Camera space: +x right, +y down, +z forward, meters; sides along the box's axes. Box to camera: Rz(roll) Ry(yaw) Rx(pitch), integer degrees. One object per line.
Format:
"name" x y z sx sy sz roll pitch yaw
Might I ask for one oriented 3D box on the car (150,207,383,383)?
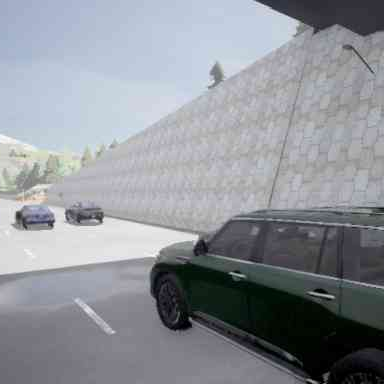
"car" 1.475 1.217 4.537 2.150 2.045 5.566 0 -1 -34

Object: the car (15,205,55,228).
"car" -10.561 1.547 22.244 2.033 1.411 5.357 0 0 -34

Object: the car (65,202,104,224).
"car" -8.138 1.492 24.907 2.128 1.511 4.902 0 0 -34

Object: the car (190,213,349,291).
"car" 1.988 1.526 10.011 1.812 1.442 4.674 0 0 -34
